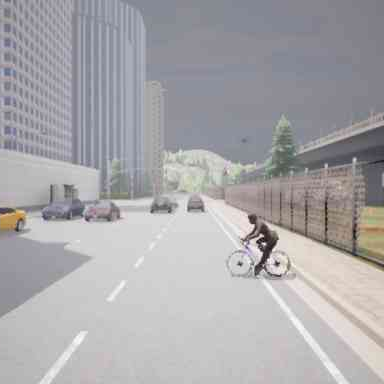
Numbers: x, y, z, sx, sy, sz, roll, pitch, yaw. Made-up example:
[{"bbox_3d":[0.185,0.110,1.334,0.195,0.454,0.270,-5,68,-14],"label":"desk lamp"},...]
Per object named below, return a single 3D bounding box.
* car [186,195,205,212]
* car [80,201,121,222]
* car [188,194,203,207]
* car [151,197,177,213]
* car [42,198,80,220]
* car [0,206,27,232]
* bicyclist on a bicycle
[{"bbox_3d":[0.418,1.416,37.638,2.128,1.511,4.902,0,0,0],"label":"car"},{"bbox_3d":[-6.795,1.473,25.749,1.812,1.442,4.674,0,0,1],"label":"car"},{"bbox_3d":[0.517,1.253,49.418,2.097,1.767,4.553,0,0,1],"label":"car"},{"bbox_3d":[-3.134,1.279,35.729,2.097,1.767,4.553,0,0,1],"label":"car"},{"bbox_3d":[-10.354,1.297,27.158,2.097,1.767,4.553,0,0,1],"label":"car"},{"bbox_3d":[-10.458,1.443,17.075,1.882,1.535,5.008,0,0,0],"label":"car"},{"bbox_3d":[1.719,1.393,8.594,1.656,1.620,0.582,0,0,0],"label":"bicyclist on a bicycle"}]
